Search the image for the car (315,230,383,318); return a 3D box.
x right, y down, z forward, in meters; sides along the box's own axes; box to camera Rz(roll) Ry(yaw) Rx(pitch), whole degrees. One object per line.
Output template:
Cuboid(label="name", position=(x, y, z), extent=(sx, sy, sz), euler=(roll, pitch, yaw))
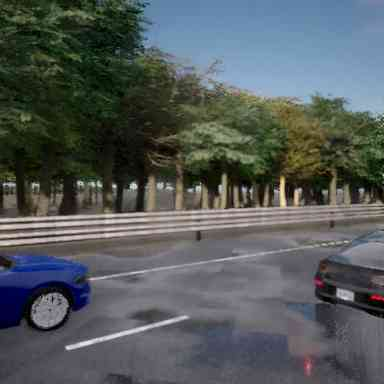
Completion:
Cuboid(label="car", position=(4.415, 1.520, 6.768), extent=(4.674, 1.442, 1.812), euler=(0, 0, -34))

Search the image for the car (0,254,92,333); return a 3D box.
Cuboid(label="car", position=(-4.101, 1.463, 5.087), extent=(5.008, 1.535, 1.882), euler=(0, 0, -36))
